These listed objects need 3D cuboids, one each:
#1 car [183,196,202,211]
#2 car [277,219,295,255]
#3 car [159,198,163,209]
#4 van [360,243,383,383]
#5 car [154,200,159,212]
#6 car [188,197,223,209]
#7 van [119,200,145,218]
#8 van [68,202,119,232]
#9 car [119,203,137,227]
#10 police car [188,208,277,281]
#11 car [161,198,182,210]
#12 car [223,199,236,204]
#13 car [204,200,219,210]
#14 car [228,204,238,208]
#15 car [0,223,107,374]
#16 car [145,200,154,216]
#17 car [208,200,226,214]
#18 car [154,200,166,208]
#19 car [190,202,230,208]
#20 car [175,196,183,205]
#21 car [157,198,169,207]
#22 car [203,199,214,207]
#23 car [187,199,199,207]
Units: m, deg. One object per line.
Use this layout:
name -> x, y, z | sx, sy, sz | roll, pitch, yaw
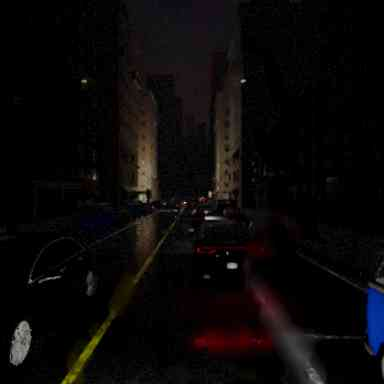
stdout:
car -> 0.166, 1.714, 47.515 | 2.097, 1.767, 4.553 | 0, 0, 1
car -> 2.896, 1.683, 13.422 | 1.802, 1.307, 4.206 | 0, 0, 0
car -> -5.508, 1.962, 51.957 | 1.947, 1.339, 4.313 | 0, 0, 0
van -> 2.861, 1.360, 2.422 | 1.690, 1.788, 3.998 | 0, 0, 0
car -> -5.542, 1.892, 40.955 | 1.802, 1.307, 4.206 | 0, 0, 0
car -> 0.980, 1.547, 26.076 | 2.097, 1.767, 4.553 | 0, 0, 0
van -> -5.577, 1.566, 29.954 | 1.690, 1.788, 3.998 | 0, 0, 0
van -> -5.612, 1.483, 18.953 | 1.690, 1.788, 3.998 | 0, 0, 0
car -> -5.594, 1.734, 24.451 | 2.008, 1.369, 4.403 | 0, 0, 0
police car -> 0.930, 1.503, 10.215 | 1.930, 1.638, 5.238 | 0, 0, 0
car -> -2.933, 1.934, 48.554 | 1.994, 1.385, 4.181 | 0, 0, 0
car -> 2.948, 1.541, 29.928 | 2.192, 1.841, 5.009 | 0, 0, 0
car -> 3.017, 1.948, 51.931 | 2.008, 1.369, 4.403 | 0, 0, 0
car -> 2.931, 1.766, 24.424 | 1.802, 1.307, 4.206 | 0, 0, 0
car -> -3.084, 1.548, 5.735 | 1.837, 1.490, 4.892 | 0, 0, 0
car -> -5.560, 1.833, 35.454 | 1.947, 1.339, 4.313 | 0, 0, 0
car -> 2.983, 1.751, 40.929 | 1.967, 1.590, 4.097 | 0, 0, 0
car -> -5.491, 2.022, 57.458 | 1.802, 1.307, 4.206 | 0, 0, 0
car -> 0.961, 1.629, 20.105 | 1.882, 1.535, 5.008 | 0, 0, 0
car -> -2.790, 2.024, 67.066 | 1.837, 1.490, 4.892 | 0, -1, 0
car -> -5.474, 1.924, 62.961 | 1.967, 1.590, 4.097 | 0, 0, 0
car -> 3.052, 2.051, 62.933 | 1.947, 1.339, 4.313 | 0, 0, 0
car -> 0.190, 2.033, 60.974 | 1.994, 1.385, 4.181 | 0, 0, 0
